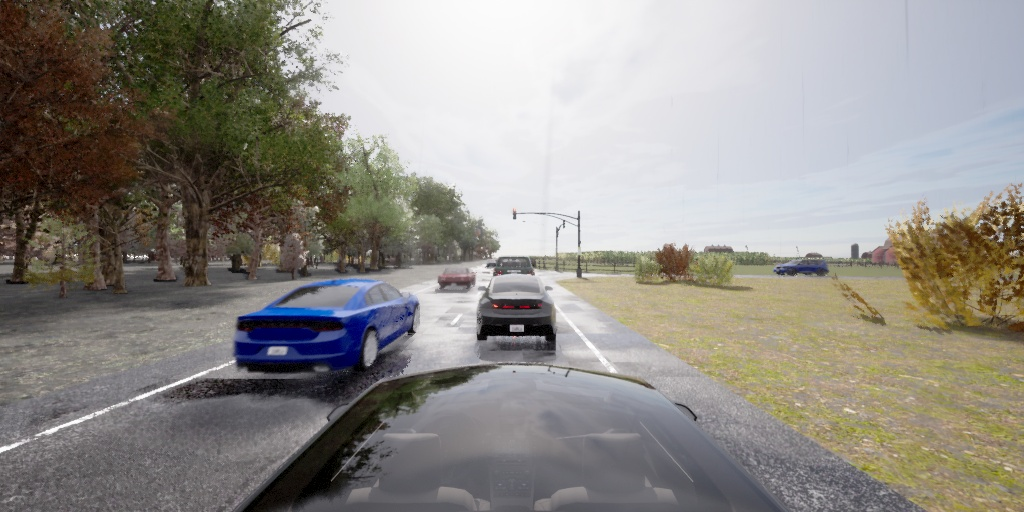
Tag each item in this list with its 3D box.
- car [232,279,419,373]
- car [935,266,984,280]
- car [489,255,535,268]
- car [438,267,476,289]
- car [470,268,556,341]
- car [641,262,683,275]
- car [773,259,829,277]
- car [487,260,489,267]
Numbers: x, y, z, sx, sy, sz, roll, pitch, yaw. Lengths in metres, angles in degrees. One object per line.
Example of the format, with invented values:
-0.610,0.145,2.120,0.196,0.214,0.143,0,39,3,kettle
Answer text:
-3.402,1.229,7.676,1.882,1.535,5.008,0,0,0,car
48.925,1.807,39.221,4.674,1.442,1.812,1,-1,0,car
0.099,0.976,19.797,2.150,2.045,5.566,0,0,0,car
-3.404,1.356,23.088,1.895,1.301,4.718,0,0,0,car
0.099,1.257,9.881,1.837,1.490,4.892,0,0,0,car
17.974,1.506,42.977,4.892,1.490,1.837,0,-1,1,car
34.556,1.407,42.886,5.566,2.045,2.150,1,-1,0,car
-3.412,1.355,63.257,1.895,1.301,4.718,0,0,0,car
